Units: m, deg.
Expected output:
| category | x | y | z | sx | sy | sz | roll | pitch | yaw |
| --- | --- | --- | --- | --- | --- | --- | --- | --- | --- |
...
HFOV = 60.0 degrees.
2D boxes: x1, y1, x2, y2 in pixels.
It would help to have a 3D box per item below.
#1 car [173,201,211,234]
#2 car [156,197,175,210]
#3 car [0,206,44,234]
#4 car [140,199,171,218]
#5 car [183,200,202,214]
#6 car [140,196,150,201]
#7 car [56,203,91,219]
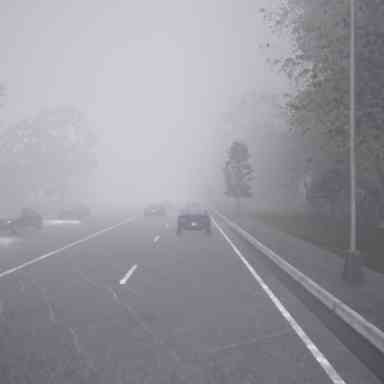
| category | x | y | z | sx | sy | sz | roll | pitch | yaw |
| --- | --- | --- | --- | --- | --- | --- | --- | --- | --- |
| car | 0.098 | 1.553 | 19.977 | 1.882 | 1.535 | 5.008 | 0 | 0 | 0 |
| car | -3.468 | 1.737 | 46.225 | 1.994 | 1.385 | 4.181 | 0 | 0 | 1 |
| car | -10.502 | 1.600 | 19.807 | 1.812 | 1.442 | 4.674 | 0 | 0 | 0 |
| car | -3.410 | 1.683 | 31.708 | 1.994 | 1.385 | 4.181 | 0 | 0 | 0 |
| car | 0.061 | 1.691 | 38.171 | 2.033 | 1.411 | 5.357 | 0 | 0 | 0 |
| car | -10.506 | 1.724 | 75.170 | 1.882 | 1.535 | 5.008 | 0 | 0 | 0 |
| car | -10.503 | 1.676 | 29.833 | 1.994 | 1.385 | 4.181 | 0 | 0 | 0 |
